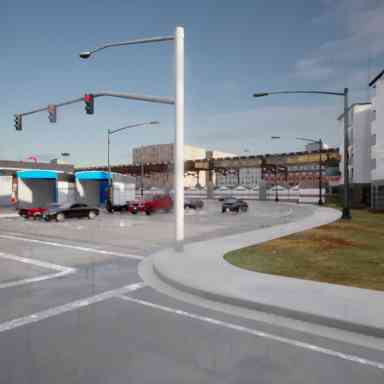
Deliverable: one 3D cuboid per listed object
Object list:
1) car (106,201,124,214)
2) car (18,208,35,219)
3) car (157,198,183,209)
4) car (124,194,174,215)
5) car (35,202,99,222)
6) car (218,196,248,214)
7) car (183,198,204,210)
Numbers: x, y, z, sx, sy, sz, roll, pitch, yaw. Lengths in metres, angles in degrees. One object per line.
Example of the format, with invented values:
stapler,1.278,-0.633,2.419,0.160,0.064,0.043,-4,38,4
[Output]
car,-7.084,1.601,36.209,1.895,1.301,4.718,0,0,30
car,-12.270,1.601,28.650,1.895,1.301,4.718,0,0,37
car,-2.927,1.547,46.016,2.033,1.411,5.357,0,0,15
car,-4.104,1.221,34.405,2.150,2.045,5.566,0,0,30
car,-9.567,1.526,26.468,1.812,1.442,4.674,0,0,36
car,4.644,1.505,35.696,1.837,1.490,4.892,0,0,25
car,0.148,1.547,44.088,2.033,1.411,5.357,0,0,16
